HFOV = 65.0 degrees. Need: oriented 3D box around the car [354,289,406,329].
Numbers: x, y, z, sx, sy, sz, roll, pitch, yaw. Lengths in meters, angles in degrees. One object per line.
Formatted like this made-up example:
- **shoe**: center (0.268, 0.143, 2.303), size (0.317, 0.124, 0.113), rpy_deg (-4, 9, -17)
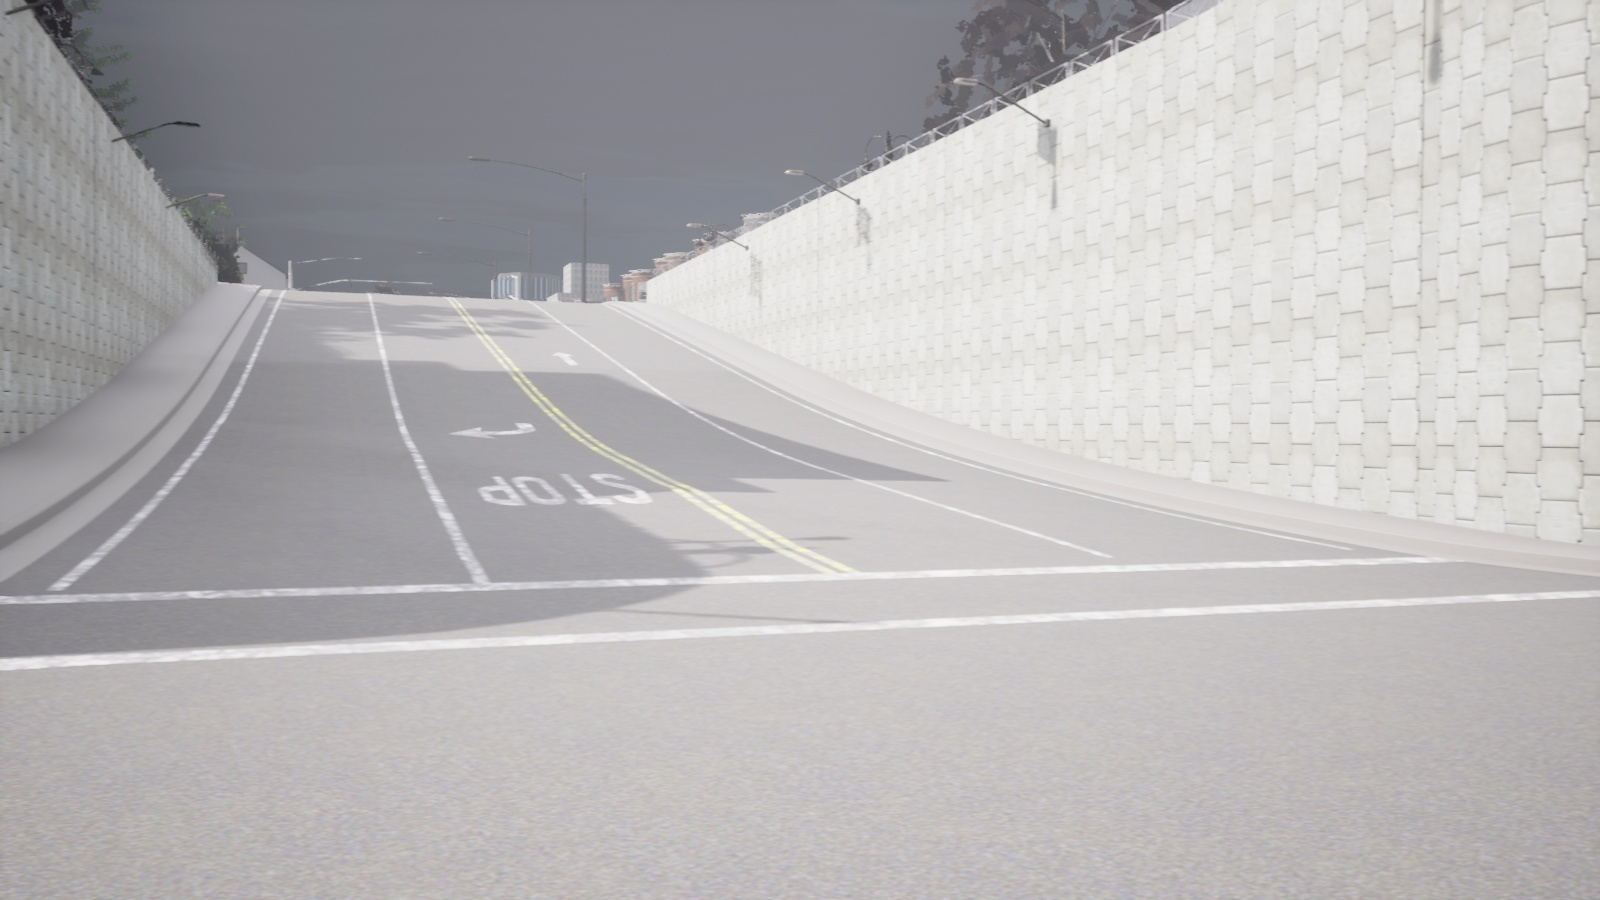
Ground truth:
- **car**: center (-24.283, -8.115, 72.783), size (1.932, 1.855, 4.605), rpy_deg (0, 1, -6)
